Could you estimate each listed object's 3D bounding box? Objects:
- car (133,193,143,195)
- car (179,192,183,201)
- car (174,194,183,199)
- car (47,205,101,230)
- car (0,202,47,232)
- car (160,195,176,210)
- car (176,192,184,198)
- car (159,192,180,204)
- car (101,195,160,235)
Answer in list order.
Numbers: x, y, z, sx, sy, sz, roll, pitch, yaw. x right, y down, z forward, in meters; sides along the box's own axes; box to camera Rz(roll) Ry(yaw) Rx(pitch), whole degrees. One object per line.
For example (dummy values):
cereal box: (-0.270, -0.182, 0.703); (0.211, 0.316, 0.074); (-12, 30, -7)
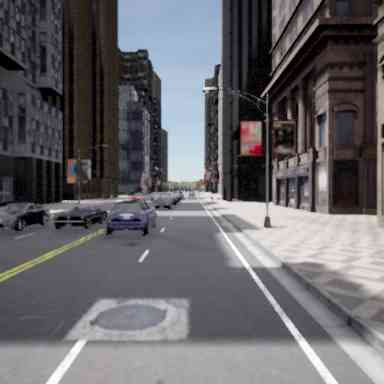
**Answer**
car: (-9.791, 0.965, 59.719); (2.097, 1.767, 4.553); (0, 0, 1)
car: (-3.254, 1.113, 60.102); (2.163, 1.488, 4.792); (0, 0, 0)
car: (-3.256, 1.073, 82.102); (1.895, 1.301, 4.718); (0, 0, 0)
car: (-6.600, 1.459, 20.013); (1.895, 1.301, 4.718); (0, 0, 0)
car: (-9.849, 1.357, 19.005); (2.128, 1.511, 4.902); (0, 0, 0)
car: (-3.253, 1.346, 38.103); (1.895, 1.301, 4.718); (0, 0, 0)
car: (-3.257, 0.831, 93.071); (2.033, 1.649, 4.856); (0, 0, 0)
car: (-3.253, 1.181, 49.102); (2.163, 1.488, 4.792); (0, 0, 0)
car: (-3.150, 1.224, 18.091); (2.097, 1.767, 4.553); (0, 0, 0)
